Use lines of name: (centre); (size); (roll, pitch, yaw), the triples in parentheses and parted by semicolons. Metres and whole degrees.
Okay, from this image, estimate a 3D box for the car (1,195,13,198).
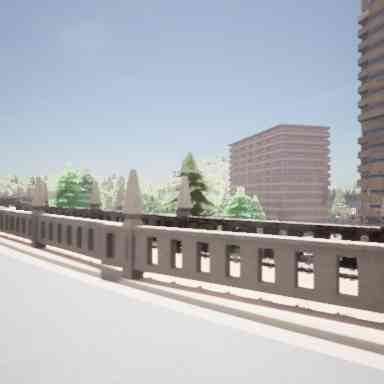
car: (-39.125, 1.416, 71.035); (1.882, 1.535, 5.008); (0, 0, -14)
